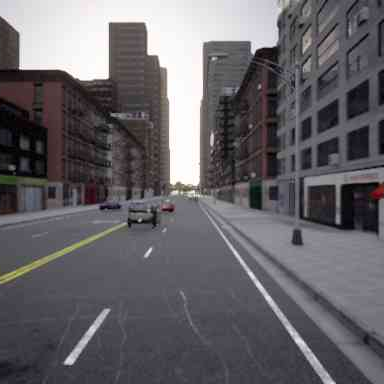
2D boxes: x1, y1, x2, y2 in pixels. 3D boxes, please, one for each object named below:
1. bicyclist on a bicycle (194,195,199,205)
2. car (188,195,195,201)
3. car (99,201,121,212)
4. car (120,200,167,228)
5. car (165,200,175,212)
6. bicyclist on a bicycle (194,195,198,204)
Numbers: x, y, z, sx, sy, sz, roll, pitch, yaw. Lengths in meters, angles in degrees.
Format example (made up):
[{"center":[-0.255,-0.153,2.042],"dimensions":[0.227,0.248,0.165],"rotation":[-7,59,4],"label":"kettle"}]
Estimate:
[{"center":[0.867,1.606,62.653],"dimensions":[0.866,1.612,1.509],"rotation":[0,-1,0],"label":"bicyclist on a bicycle"},{"center":[-0.040,1.785,92.295],"dimensions":[2.033,1.411,5.357],"rotation":[0,0,0],"label":"car"},{"center":[-9.848,1.702,40.442],"dimensions":[1.895,1.301,4.718],"rotation":[0,0,0],"label":"car"},{"center":[-3.161,1.542,22.666],"dimensions":[2.128,1.511,4.902],"rotation":[0,0,0],"label":"car"},{"center":[-3.169,1.666,40.448],"dimensions":[1.994,1.385,4.181],"rotation":[0,0,0],"label":"car"},{"center":[0.863,1.566,71.196],"dimensions":[0.659,1.776,1.843],"rotation":[0,0,0],"label":"bicyclist on a bicycle"}]
